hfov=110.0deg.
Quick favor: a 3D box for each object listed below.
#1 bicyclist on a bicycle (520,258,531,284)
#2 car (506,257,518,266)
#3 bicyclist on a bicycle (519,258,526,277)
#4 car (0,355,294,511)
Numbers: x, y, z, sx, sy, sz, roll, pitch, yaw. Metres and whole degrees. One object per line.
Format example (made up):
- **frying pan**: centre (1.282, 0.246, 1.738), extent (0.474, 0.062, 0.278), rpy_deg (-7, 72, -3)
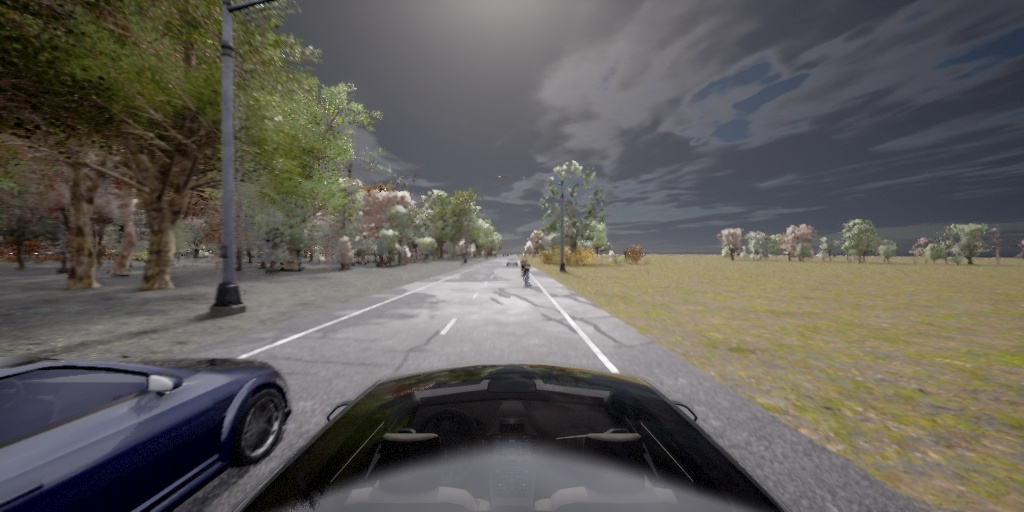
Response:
- **bicyclist on a bicycle**: centre (0.962, 1.069, 23.487), extent (0.582, 1.620, 1.656), rpy_deg (0, 0, 0)
- **car**: centre (0.049, 0.991, 60.392), extent (1.895, 1.301, 4.718), rpy_deg (0, 0, 1)
- **bicyclist on a bicycle**: centre (0.962, 1.014, 32.430), extent (0.582, 1.620, 1.656), rpy_deg (0, 0, 0)
- **car**: centre (-3.400, 1.311, 2.231), extent (1.994, 1.385, 4.181), rpy_deg (0, 0, 0)
